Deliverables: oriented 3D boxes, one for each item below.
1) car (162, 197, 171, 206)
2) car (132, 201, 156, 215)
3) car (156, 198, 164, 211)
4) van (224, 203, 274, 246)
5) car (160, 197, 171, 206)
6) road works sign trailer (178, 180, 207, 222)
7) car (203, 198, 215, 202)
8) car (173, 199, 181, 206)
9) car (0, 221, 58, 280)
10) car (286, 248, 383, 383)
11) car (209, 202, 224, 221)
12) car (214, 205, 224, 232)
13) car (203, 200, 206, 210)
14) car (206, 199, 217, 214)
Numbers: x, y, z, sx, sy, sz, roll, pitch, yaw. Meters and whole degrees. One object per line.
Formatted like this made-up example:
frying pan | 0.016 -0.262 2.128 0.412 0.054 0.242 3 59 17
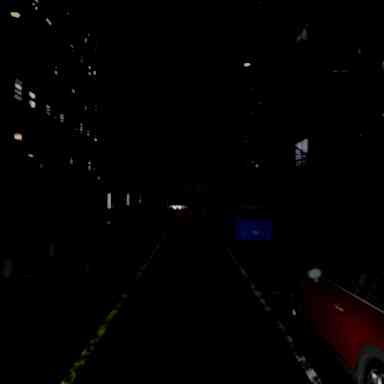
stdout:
car | -5.711 2.050 66.596 1.967 1.590 4.097 0 -1 0
car | -5.702 1.923 38.412 1.947 1.339 4.313 0 -1 0
car | -5.705 1.983 49.515 1.752 1.417 4.829 0 -1 0
van | 2.688 1.490 15.870 1.690 1.788 3.998 0 -1 0
car | -5.712 1.974 72.233 2.192 1.841 5.009 0 -1 0
road works sign trailer | -0.009 0.735 28.918 2.380 3.560 2.880 0 -1 0
car | 2.677 1.774 49.687 2.192 1.841 5.009 0 -1 0
car | -3.025 2.171 71.017 2.128 1.511 4.902 0 -1 0
car | -5.692 1.642 10.232 1.887 1.381 4.507 0 -1 0
car | 2.691 1.484 4.596 1.967 1.590 4.097 0 -1 0
car | 2.683 1.799 27.140 1.887 1.381 4.507 0 -1 0
car | 2.684 1.768 21.504 1.947 1.339 4.313 0 -1 0
car | 2.679 1.908 38.412 2.008 1.369 4.403 0 -1 0
car | 2.681 1.746 32.778 1.967 1.590 4.097 0 -1 0
